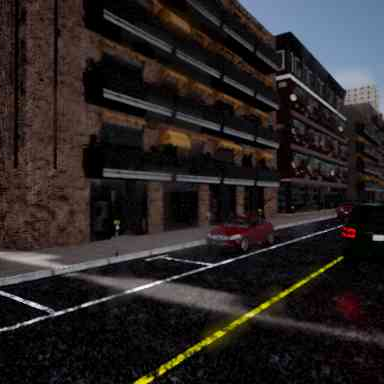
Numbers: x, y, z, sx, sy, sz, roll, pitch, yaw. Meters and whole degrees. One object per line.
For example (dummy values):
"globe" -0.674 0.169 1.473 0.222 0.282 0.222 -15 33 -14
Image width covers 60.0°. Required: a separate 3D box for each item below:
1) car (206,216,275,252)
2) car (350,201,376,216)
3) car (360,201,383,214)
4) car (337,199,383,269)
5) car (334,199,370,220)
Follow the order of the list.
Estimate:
"car" 2.302 1.748 14.853 1.802 1.307 4.206 -1 -1 37
"car" 19.263 1.788 37.358 1.967 1.590 4.097 0 -1 37
"car" 22.656 1.929 41.859 1.887 1.381 4.507 0 -1 37
"car" 6.538 1.320 10.885 2.150 2.045 5.566 -1 -1 37
"car" 15.871 1.627 32.859 2.192 1.841 5.009 0 -1 37
